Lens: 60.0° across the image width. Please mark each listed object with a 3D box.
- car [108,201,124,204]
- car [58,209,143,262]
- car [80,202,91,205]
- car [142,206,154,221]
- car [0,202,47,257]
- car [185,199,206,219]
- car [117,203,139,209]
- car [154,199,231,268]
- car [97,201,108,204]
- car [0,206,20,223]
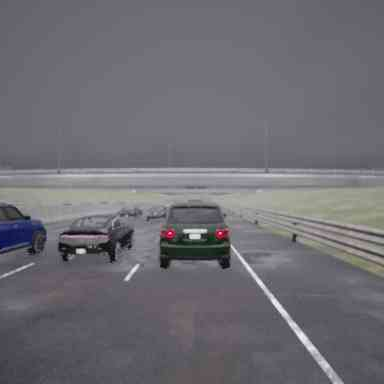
[{"bbox_3d":[-15.607,2.796,70.924,2.097,1.767,4.553,0,-2,3],"label":"car"},{"bbox_3d":[-3.409,1.633,12.653,2.128,1.511,4.902,0,-1,0],"label":"car"},{"bbox_3d":[-22.640,2.944,70.376,1.812,1.442,4.674,0,-2,3],"label":"car"},{"bbox_3d":[-3.172,2.033,32.207,2.033,1.411,5.357,0,-1,2],"label":"car"},{"bbox_3d":[-6.915,1.342,10.988,2.150,2.045,5.566,0,0,0],"label":"car"},{"bbox_3d":[0.478,1.808,36.597,2.150,2.045,5.566,0,-1,2],"label":"car"},{"bbox_3d":[-6.547,2.171,36.007,1.895,1.301,4.718,0,-1,2],"label":"car"},{"bbox_3d":[0.094,1.355,11.950,2.150,2.045,5.566,0,0,0],"label":"car"},{"bbox_3d":[-19.104,2.798,71.084,2.097,1.767,4.553,0,-2,3],"label":"car"},{"bbox_3d":[-17.428,1.992,29.621,1.994,1.385,4.181,0,-1,1],"label":"car"}]
